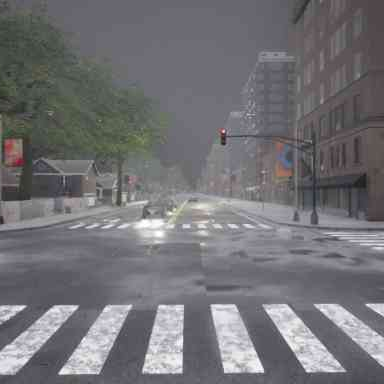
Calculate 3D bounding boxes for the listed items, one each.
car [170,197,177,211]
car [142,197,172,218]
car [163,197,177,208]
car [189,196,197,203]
[{"bbox_3d":[-3.278,1.372,39.828,2.097,1.767,4.553,0,0,0],"label":"car"},{"bbox_3d":[-3.297,1.504,30.093,2.128,1.511,4.902,0,0,0],"label":"car"},{"bbox_3d":[-3.256,1.554,49.785,1.812,1.442,4.674,0,0,0],"label":"car"},{"bbox_3d":[0.209,1.546,70.222,2.128,1.511,4.902,0,0,0],"label":"car"}]
